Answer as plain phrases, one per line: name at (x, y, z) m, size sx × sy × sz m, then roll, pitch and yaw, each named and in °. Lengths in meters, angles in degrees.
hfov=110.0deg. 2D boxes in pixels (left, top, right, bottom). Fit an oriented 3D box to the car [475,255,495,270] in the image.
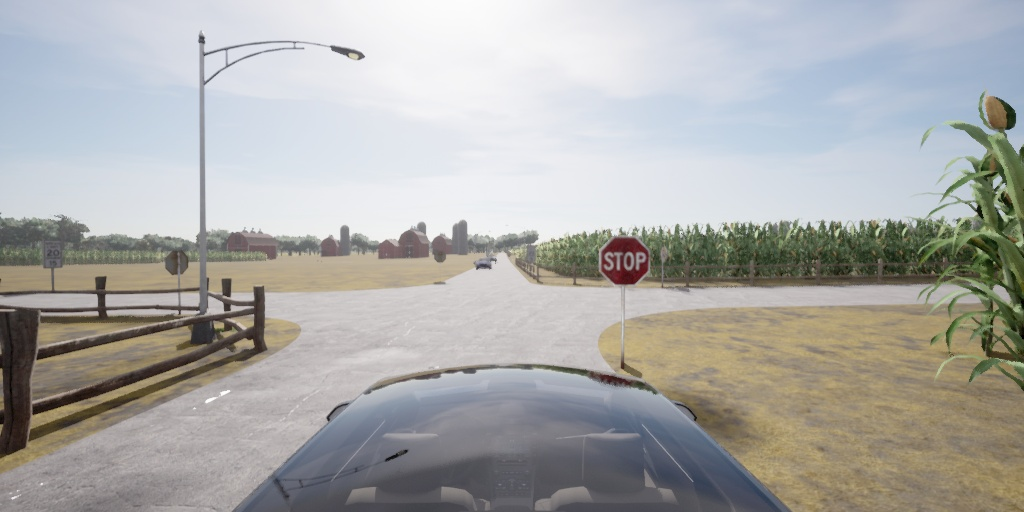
car at (-3.890, 0.976, 49.795) m, size 2.097 × 1.767 × 4.553 m, roll 0°, pitch 0°, yaw -1°
